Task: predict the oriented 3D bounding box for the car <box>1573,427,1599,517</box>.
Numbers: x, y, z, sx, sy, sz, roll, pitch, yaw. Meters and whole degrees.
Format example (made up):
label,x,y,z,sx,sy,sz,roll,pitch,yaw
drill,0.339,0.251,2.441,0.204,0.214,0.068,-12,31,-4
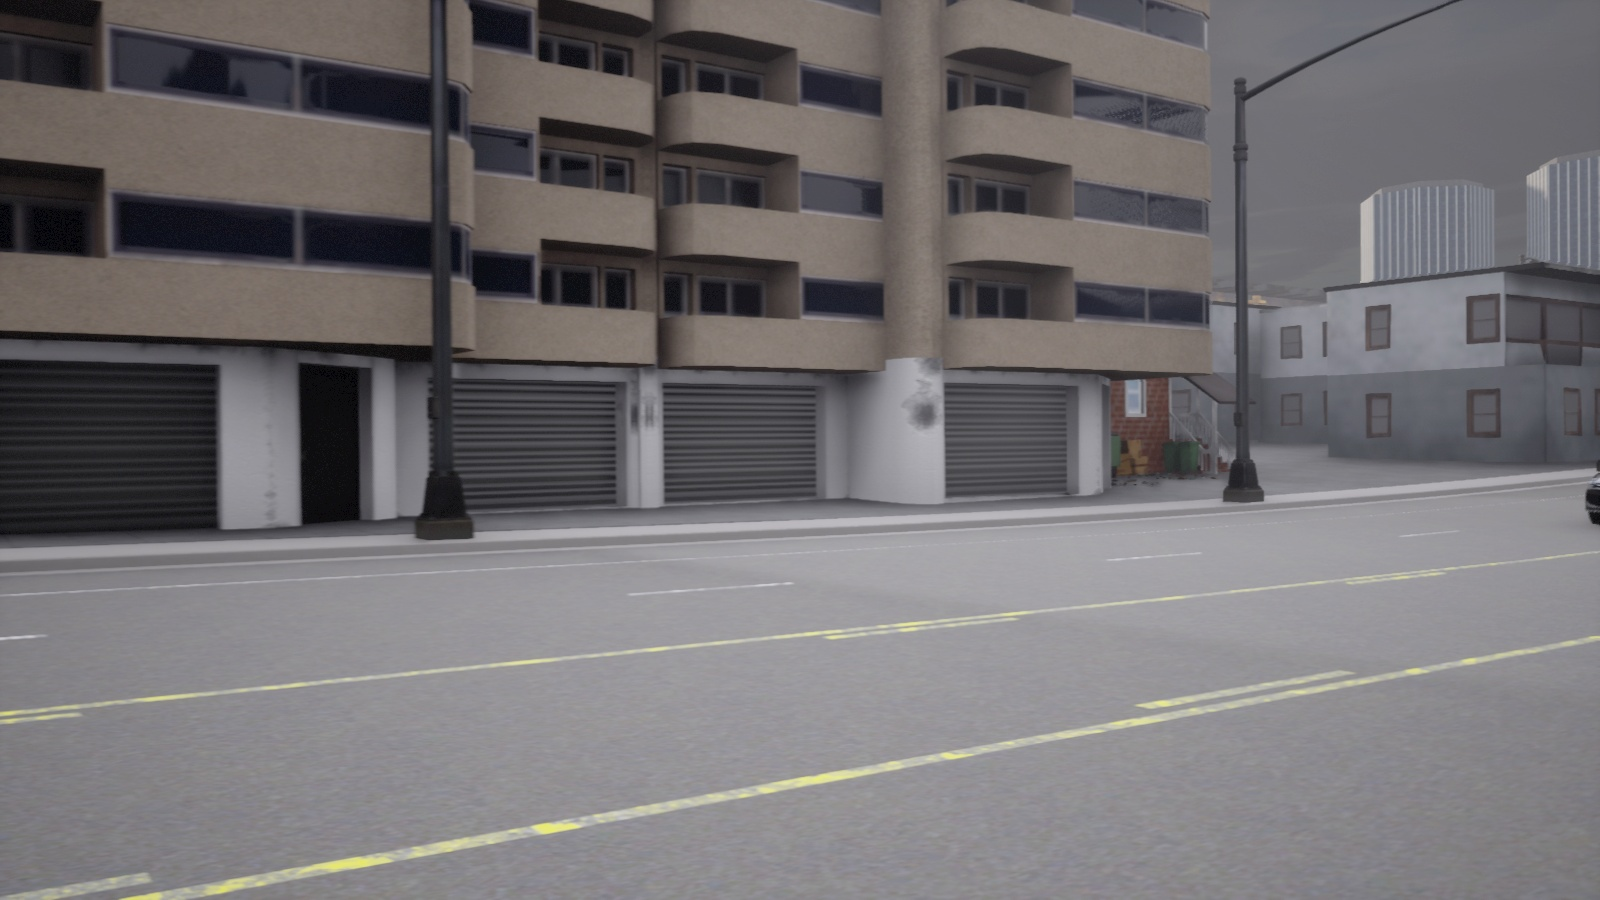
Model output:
label,x,y,z,sx,sy,sz,roll,pitch,yaw
car,17.220,0.350,24.175,5.027,1.651,2.152,-2,1,-35
